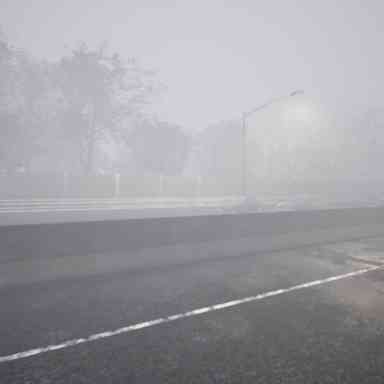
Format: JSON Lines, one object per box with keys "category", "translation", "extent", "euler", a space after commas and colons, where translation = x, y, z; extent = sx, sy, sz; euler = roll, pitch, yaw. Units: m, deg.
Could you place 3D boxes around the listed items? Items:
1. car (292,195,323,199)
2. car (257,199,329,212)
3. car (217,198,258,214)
{"category": "car", "translation": [8.888, 1.074, 26.673], "extent": [4.553, 1.767, 2.097], "euler": [0, 1, -34]}
{"category": "car", "translation": [6.461, 1.343, 20.865], "extent": [4.181, 1.385, 1.994], "euler": [0, 1, -34]}
{"category": "car", "translation": [4.254, 1.215, 27.815], "extent": [4.674, 1.442, 1.812], "euler": [0, 1, -33]}
